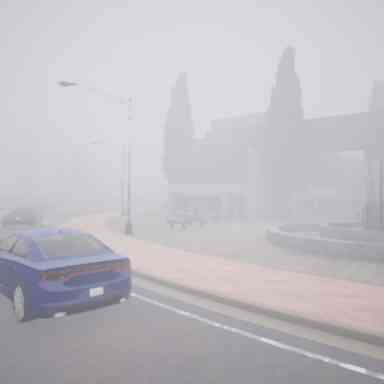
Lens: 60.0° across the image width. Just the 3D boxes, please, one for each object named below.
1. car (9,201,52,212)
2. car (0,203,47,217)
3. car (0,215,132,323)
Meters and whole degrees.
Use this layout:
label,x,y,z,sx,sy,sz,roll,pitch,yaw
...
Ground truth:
label,x,y,z,sx,sy,sz,roll,pitch,yaw
car,-19.851,1.860,41.855,2.033,1.411,5.357,0,-1,10
car,-12.160,1.740,24.123,1.994,1.385,4.181,1,-1,-15
car,-3.294,1.541,7.507,1.882,1.535,5.008,1,-1,-42
